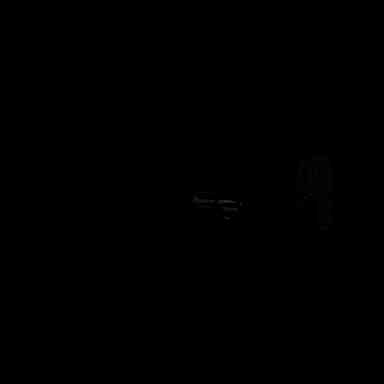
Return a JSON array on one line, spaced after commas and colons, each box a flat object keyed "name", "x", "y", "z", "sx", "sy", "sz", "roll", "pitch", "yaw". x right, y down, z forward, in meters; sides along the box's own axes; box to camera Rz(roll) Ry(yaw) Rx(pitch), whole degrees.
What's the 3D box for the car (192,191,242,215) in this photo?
[{"name": "car", "x": 2.238, "y": 1.034, "z": 31.074, "sx": 2.150, "sy": 2.045, "sz": 5.566, "roll": 1, "pitch": 2, "yaw": -35}]
